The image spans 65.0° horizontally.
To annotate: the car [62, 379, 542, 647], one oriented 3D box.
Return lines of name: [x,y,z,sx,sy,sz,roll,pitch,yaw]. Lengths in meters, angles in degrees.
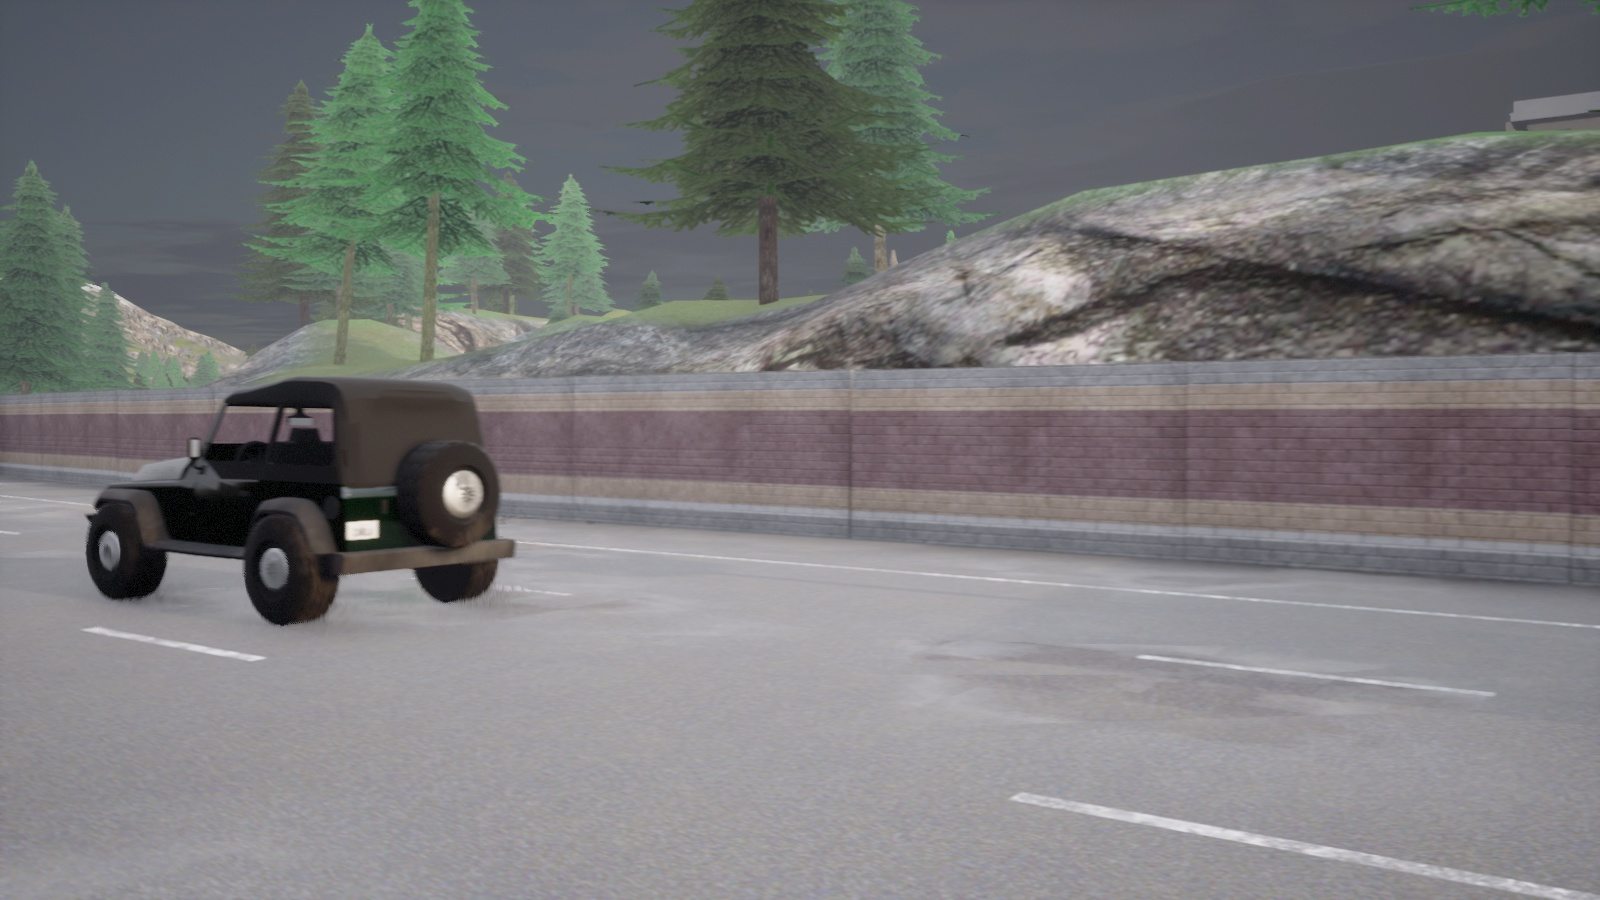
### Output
car: [-4.278,0.421,10.662,3.866,1.878,1.905,0,1,34]
